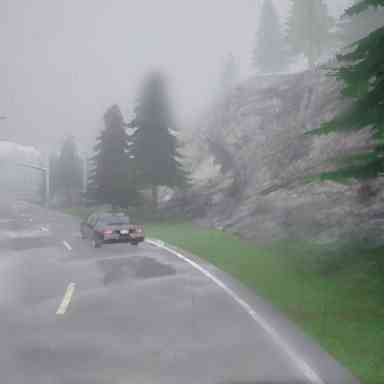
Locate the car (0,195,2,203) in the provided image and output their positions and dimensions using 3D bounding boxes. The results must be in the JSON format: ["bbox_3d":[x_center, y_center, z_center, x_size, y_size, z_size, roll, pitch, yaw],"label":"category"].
[{"bbox_3d":[-39.390,1.216,66.419,2.150,2.045,5.566,0,0,-32],"label":"car"}]

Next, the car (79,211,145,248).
[{"bbox_3d":[-3.738,1.562,14.888,2.033,1.411,5.357,0,0,-28],"label":"car"}]
